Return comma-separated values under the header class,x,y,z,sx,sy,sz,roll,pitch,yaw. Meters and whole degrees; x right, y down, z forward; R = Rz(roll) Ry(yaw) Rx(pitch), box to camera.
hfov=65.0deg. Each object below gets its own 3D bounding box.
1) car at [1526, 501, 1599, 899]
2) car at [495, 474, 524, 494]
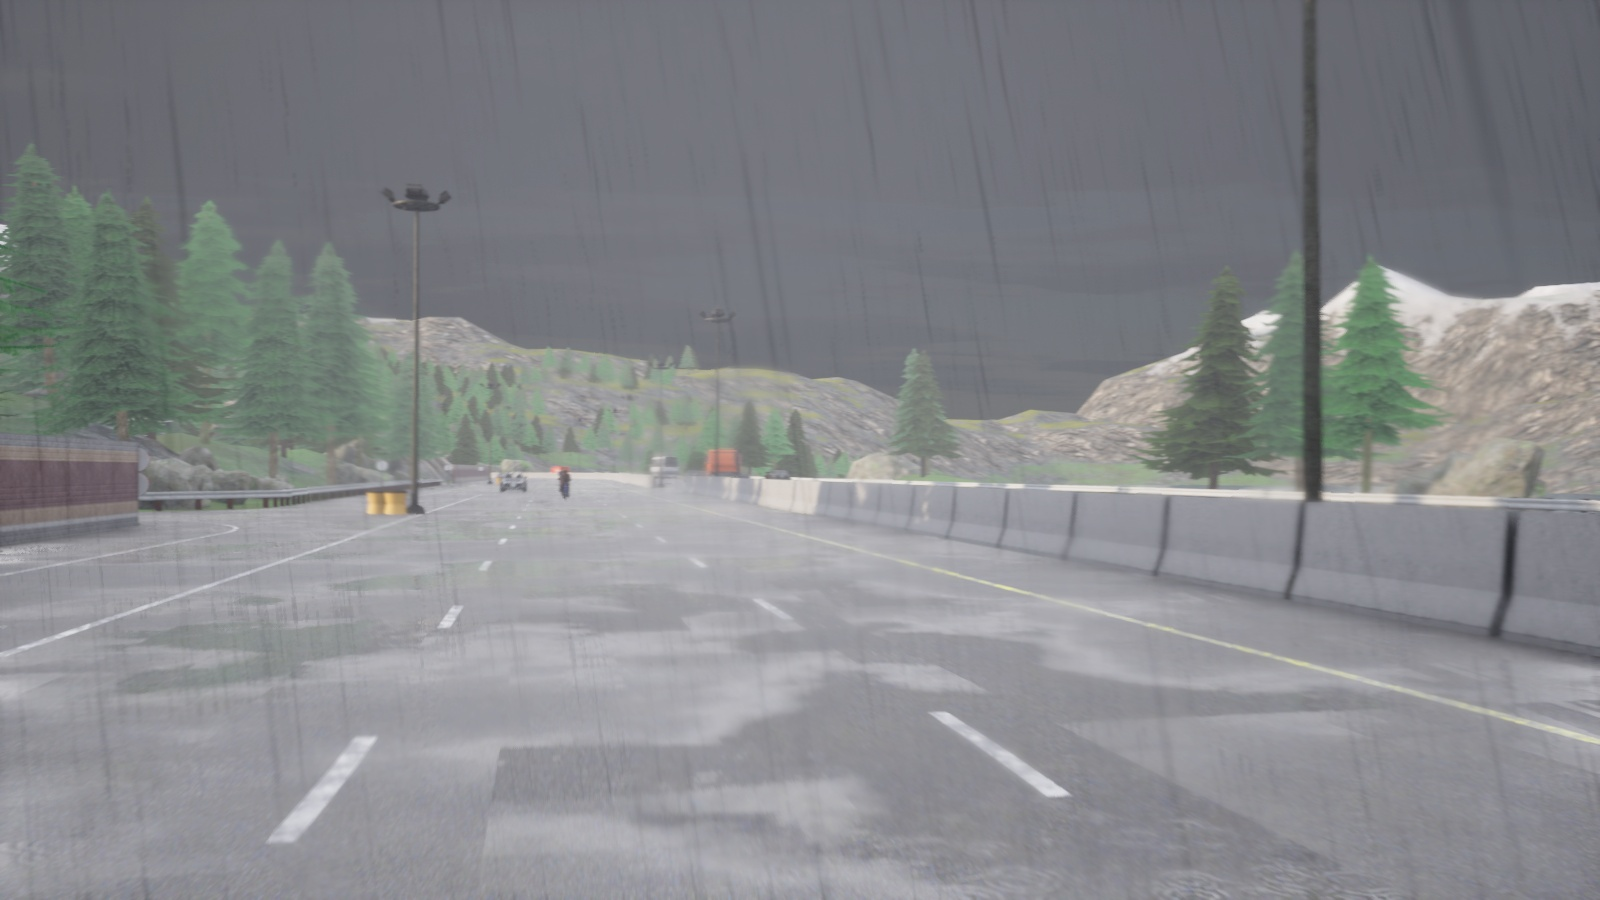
class,x,y,z,sx,sy,sz,roll,pitch,yaw
car,3.428,0.843,1.795,1.812,1.442,4.674,0,-1,-4
car,-21.383,2.479,92.490,1.970,1.475,3.806,0,-1,-11
